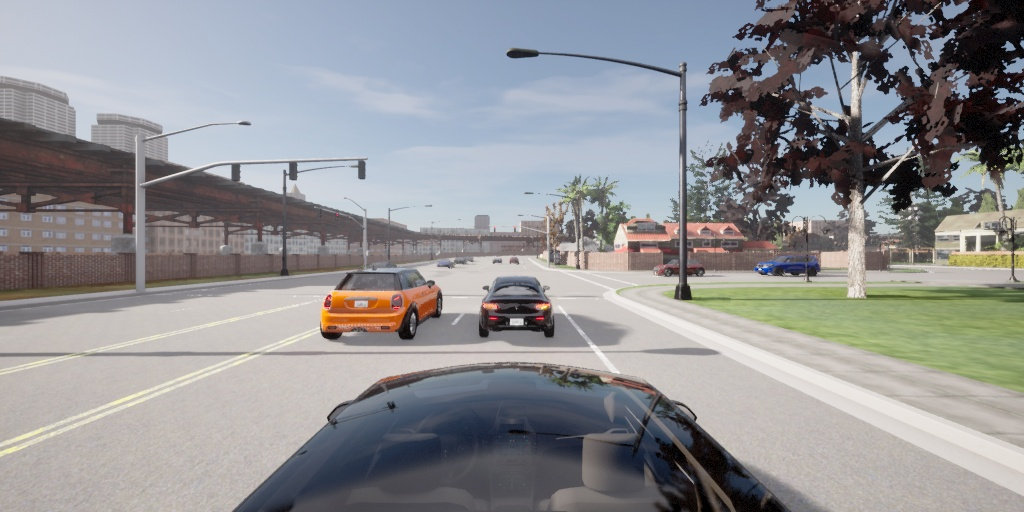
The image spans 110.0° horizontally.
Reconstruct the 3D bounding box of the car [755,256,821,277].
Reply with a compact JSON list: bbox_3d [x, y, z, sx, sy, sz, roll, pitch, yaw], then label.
[{"bbox_3d":[27.143,0.973,35.326,5.566,2.045,2.150,0,0,-2],"label":"car"}]

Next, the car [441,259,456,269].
[{"bbox_3d":[-10.274,1.173,55.040,1.812,1.442,4.674,0,1,0],"label":"car"}]

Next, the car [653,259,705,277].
[{"bbox_3d":[16.275,1.103,35.104,4.553,1.767,2.097,0,0,-1],"label":"car"}]

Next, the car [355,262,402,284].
[{"bbox_3d":[-10.449,1.254,28.438,1.837,1.490,4.892,0,0,0],"label":"car"}]

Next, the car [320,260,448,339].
[{"bbox_3d":[-3.376,1.102,10.198,2.097,1.767,4.553,0,0,1],"label":"car"}]

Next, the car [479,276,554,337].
[{"bbox_3d":[0.122,1.276,10.145,1.812,1.442,4.674,0,0,0],"label":"car"}]
